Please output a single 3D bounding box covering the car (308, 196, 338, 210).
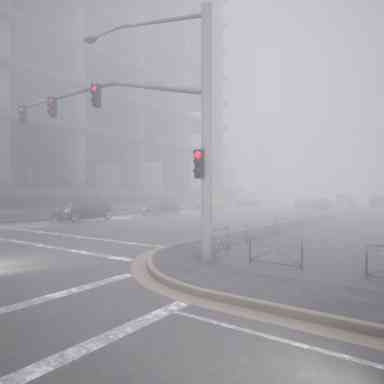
[{"bbox_3d":[16.585,1.507,42.038,1.994,1.385,4.181,0,0,36],"label":"car"}]

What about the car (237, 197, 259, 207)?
[{"bbox_3d":[8.264,1.470,48.729,1.812,1.442,4.674,0,0,36],"label":"car"}]

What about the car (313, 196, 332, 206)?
[{"bbox_3d":[21.864,1.422,55.539,1.882,1.535,5.008,0,0,35],"label":"car"}]

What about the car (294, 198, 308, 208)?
[{"bbox_3d":[16.116,1.508,47.425,1.994,1.385,4.181,0,0,35],"label":"car"}]

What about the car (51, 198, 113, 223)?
[{"bbox_3d":[-8.317,1.296,25.406,2.097,1.767,4.553,0,0,36],"label":"car"}]

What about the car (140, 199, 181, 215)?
[{"bbox_3d":[-3.052,1.436,32.829,2.128,1.511,4.902,0,0,35],"label":"car"}]

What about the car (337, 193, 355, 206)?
[{"bbox_3d":[24.587,1.166,53.328,2.150,2.045,5.566,0,0,35],"label":"car"}]

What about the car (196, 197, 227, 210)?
[{"bbox_3d":[2.401,1.422,40.515,1.882,1.535,5.008,0,0,36],"label":"car"}]
